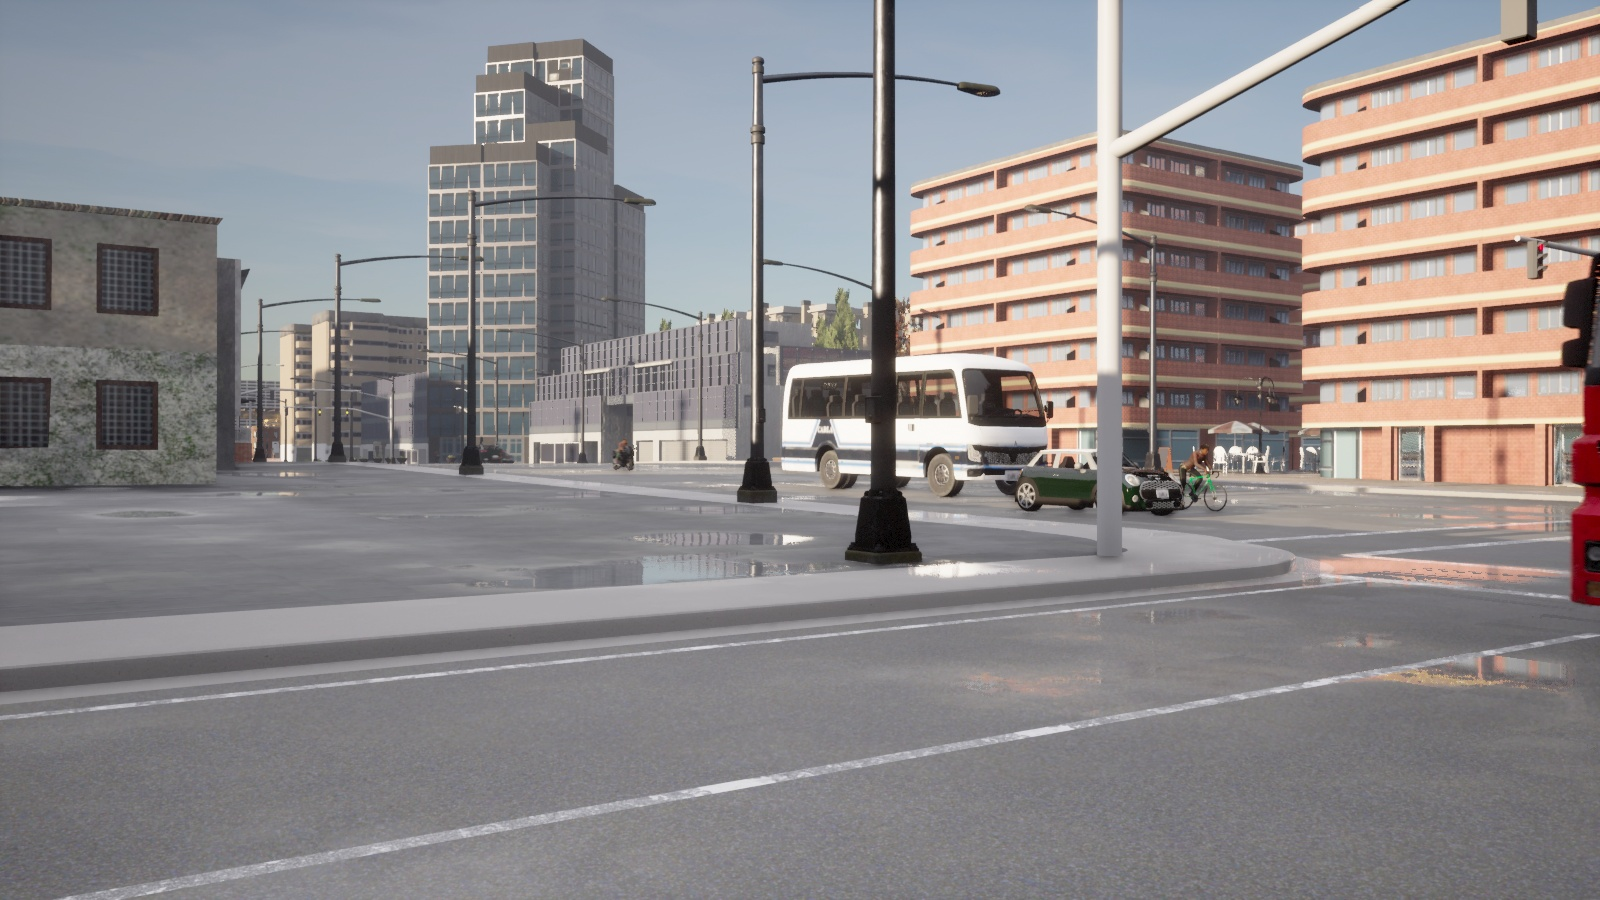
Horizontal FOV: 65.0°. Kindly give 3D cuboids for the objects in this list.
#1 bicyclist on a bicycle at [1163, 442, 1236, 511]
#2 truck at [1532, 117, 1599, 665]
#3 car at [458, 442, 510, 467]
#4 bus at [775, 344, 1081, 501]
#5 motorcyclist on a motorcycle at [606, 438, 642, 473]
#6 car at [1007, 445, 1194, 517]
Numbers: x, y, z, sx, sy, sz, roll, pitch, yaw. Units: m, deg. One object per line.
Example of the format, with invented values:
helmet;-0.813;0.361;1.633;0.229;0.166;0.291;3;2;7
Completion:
bicyclist on a bicycle;9.688;0.629;30.501;0.582;1.620;1.656;0;1;-34
truck;9.636;-0.412;10.368;8.468;3.827;2.891;0;0;-35
car;-23.389;0.339;92.724;2.152;1.651;5.027;0;-2;-34
bus;3.641;-0.822;39.568;3.944;4.253;10.273;0;1;-34
motorcyclist on a motorcycle;-7.997;0.236;57.023;0.797;1.523;2.044;0;1;-34
car;6.768;0.646;28.573;1.970;1.475;3.806;0;1;-33
